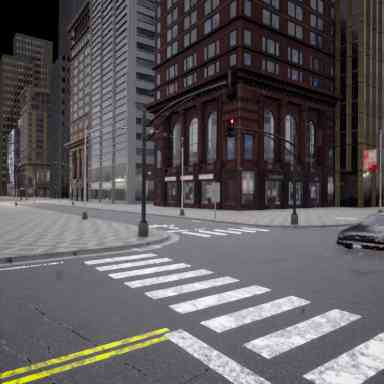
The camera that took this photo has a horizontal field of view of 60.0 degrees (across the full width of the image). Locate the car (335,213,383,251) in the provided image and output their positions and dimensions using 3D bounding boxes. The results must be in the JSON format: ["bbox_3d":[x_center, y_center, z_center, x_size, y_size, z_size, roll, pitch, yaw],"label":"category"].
[{"bbox_3d":[8.062,1.567,13.455,5.357,1.411,2.033,0,0,-36],"label":"car"}]
